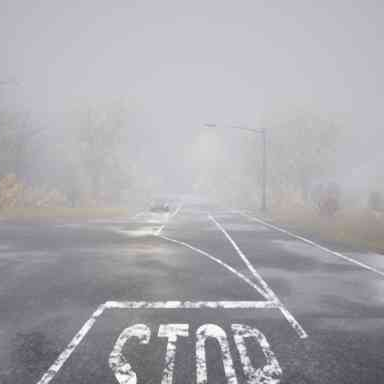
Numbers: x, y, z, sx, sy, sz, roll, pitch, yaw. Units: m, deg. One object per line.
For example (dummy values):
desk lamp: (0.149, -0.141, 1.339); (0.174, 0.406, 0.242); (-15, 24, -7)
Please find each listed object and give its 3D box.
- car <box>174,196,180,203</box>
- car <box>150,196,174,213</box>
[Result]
car: (-3.765, 1.527, 73.525); (1.882, 1.535, 5.008); (0, 0, 3)
car: (-3.563, 1.370, 37.938); (2.097, 1.767, 4.553); (0, 0, 0)
